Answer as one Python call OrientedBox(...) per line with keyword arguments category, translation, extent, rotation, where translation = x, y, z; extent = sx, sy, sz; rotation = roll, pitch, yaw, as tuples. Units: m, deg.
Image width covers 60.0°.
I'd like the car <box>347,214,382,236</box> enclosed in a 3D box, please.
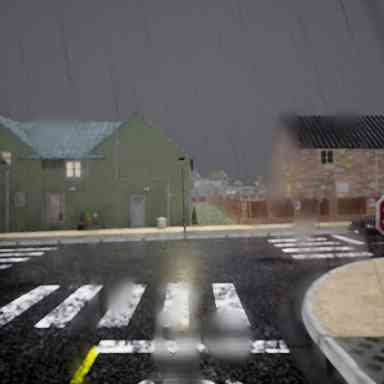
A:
OrientedBox(category="car", translation=(9.481, 1.162, 13.935), extent=(5.357, 1.411, 2.033), rotation=(-2, 0, -2))
